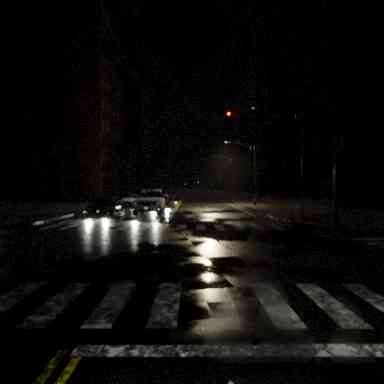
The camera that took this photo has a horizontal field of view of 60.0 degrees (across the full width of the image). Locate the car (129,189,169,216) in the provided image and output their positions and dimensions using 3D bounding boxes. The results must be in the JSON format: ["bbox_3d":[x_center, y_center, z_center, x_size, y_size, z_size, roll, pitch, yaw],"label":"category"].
[{"bbox_3d":[-3.398,0.788,27.196,2.150,2.045,5.566,0,1,0],"label":"car"}]

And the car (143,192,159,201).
[{"bbox_3d":[-6.667,0.709,54.347,1.994,1.385,4.181,0,1,0],"label":"car"}]

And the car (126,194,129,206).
[{"bbox_3d":[-6.663,0.947,36.479,1.812,1.442,4.674,0,1,0],"label":"car"}]

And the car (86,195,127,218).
[{"bbox_3d":[-6.638,1.157,25.504,1.994,1.385,4.181,0,1,1],"label":"car"}]

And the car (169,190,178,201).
[{"bbox_3d":[-3.413,0.481,55.306,2.097,1.767,4.553,0,1,0],"label":"car"}]

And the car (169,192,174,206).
[{"bbox_3d":[-3.413,0.993,38.364,1.895,1.301,4.718,0,1,0],"label":"car"}]
